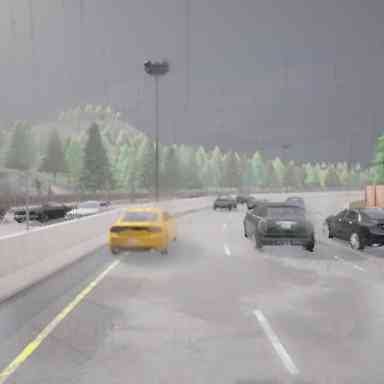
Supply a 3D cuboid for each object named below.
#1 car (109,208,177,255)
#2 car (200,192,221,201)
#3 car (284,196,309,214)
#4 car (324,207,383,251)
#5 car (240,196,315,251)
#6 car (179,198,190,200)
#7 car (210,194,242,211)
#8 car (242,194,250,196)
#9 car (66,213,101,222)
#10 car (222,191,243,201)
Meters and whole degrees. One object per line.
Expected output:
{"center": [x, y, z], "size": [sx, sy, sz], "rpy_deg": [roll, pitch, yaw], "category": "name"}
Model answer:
{"center": [-1.671, 1.345, 12.730], "size": [1.882, 1.535, 5.008], "rpy_deg": [0, 1, 3], "category": "car"}
{"center": [3.383, 0.855, 61.090], "size": [1.837, 1.490, 4.892], "rpy_deg": [0, 1, 30], "category": "car"}
{"center": [9.906, 1.196, 31.776], "size": [2.033, 1.411, 5.357], "rpy_deg": [0, 1, 16], "category": "car"}
{"center": [6.825, 1.353, 13.263], "size": [1.837, 1.490, 4.892], "rpy_deg": [0, 1, 3], "category": "car"}
{"center": [3.363, 1.202, 13.606], "size": [2.097, 1.767, 4.553], "rpy_deg": [0, 1, 3], "category": "car"}
{"center": [-0.664, 0.710, 61.071], "size": [2.097, 1.767, 4.553], "rpy_deg": [0, 1, 30], "category": "car"}
{"center": [3.545, 1.118, 34.900], "size": [2.128, 1.511, 4.902], "rpy_deg": [0, 1, 17], "category": "car"}
{"center": [7.197, 1.014, 45.329], "size": [1.837, 1.490, 4.892], "rpy_deg": [0, 0, 25], "category": "car"}
{"center": [-6.542, 1.305, 21.783], "size": [1.812, 1.442, 4.674], "rpy_deg": [0, 1, 8], "category": "car"}
{"center": [7.514, 0.694, 61.258], "size": [2.097, 1.767, 4.553], "rpy_deg": [0, 1, 32], "category": "car"}
